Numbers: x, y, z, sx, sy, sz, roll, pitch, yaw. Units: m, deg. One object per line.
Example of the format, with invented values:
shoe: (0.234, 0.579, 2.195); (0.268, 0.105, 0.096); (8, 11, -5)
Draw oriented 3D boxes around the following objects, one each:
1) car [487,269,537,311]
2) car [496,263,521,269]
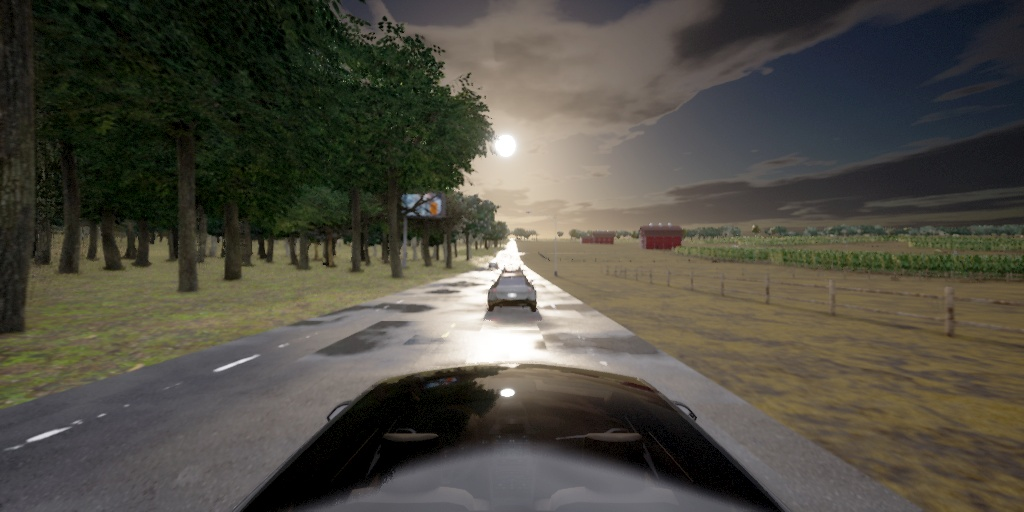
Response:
car: (0.025, 1.445, 15.346); (1.994, 1.385, 4.181); (0, 0, 1)
car: (0.026, 1.512, 30.387); (2.128, 1.511, 4.902); (0, 0, 0)
